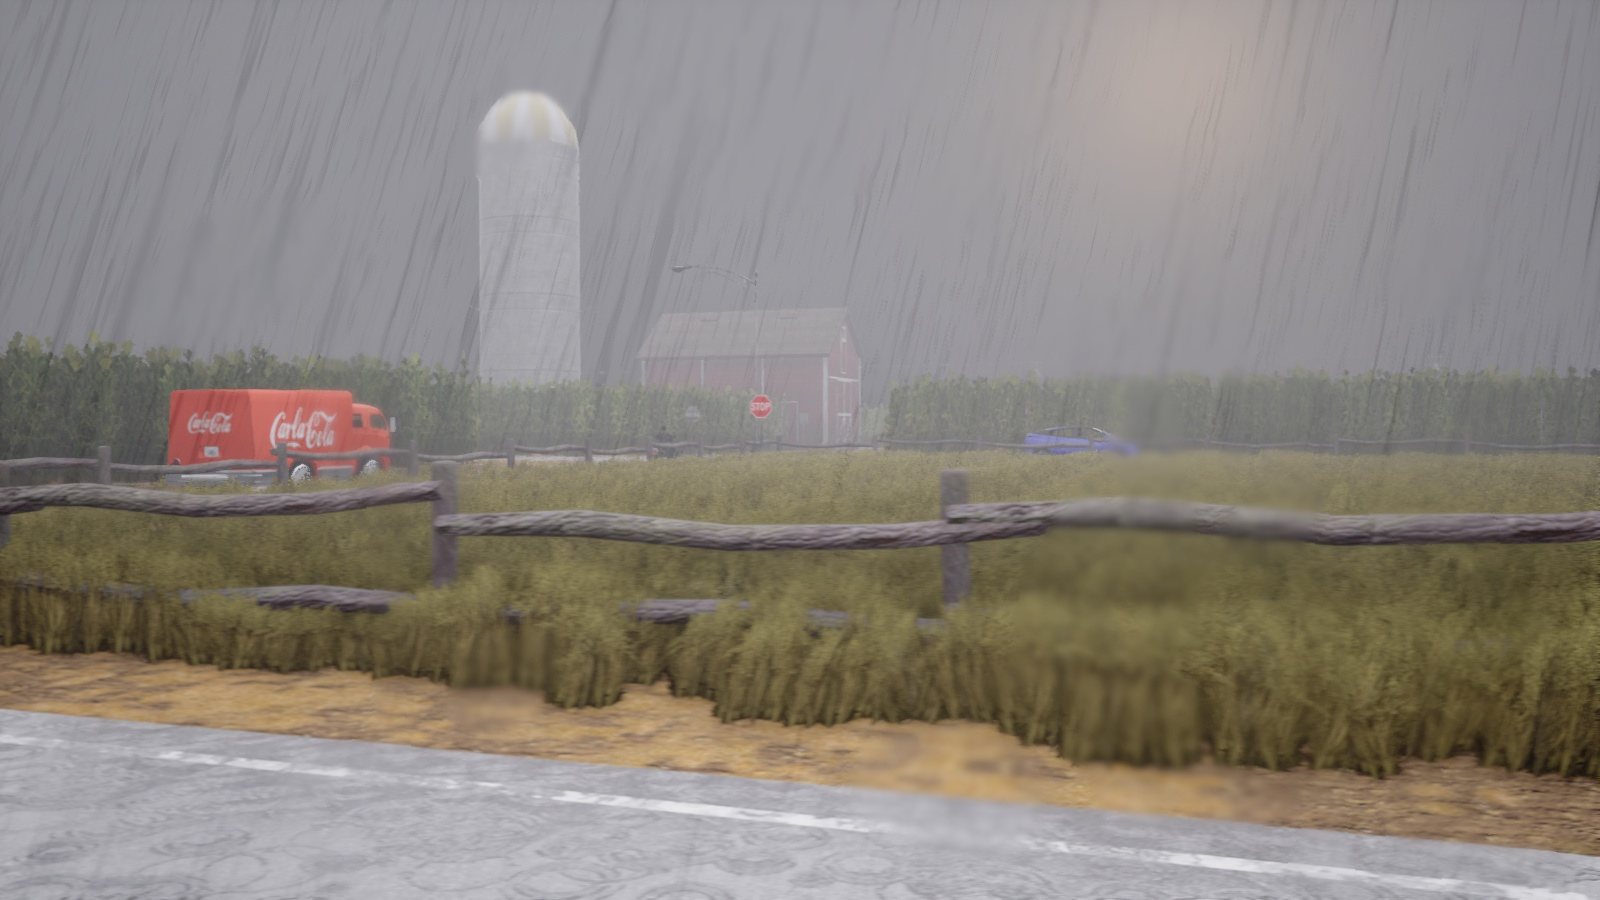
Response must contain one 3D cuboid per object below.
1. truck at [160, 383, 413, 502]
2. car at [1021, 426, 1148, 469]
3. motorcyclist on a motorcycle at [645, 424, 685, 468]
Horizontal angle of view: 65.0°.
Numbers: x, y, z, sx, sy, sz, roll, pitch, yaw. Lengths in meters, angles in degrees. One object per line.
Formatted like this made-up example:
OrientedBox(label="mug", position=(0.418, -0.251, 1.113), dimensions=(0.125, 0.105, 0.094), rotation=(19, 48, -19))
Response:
OrientedBox(label="truck", position=(-11.635, -0.206, 28.968), dimensions=(2.627, 2.467, 5.204), rotation=(1, 1, 19))
OrientedBox(label="car", position=(10.894, -0.117, 48.118), dimensions=(4.514, 1.525, 2.007), rotation=(1, 1, 19))
OrientedBox(label="motorcyclist on a motorcycle", position=(-5.219, -0.189, 48.672), dimensions=(0.766, 1.649, 2.350), rotation=(0, 1, 15))
